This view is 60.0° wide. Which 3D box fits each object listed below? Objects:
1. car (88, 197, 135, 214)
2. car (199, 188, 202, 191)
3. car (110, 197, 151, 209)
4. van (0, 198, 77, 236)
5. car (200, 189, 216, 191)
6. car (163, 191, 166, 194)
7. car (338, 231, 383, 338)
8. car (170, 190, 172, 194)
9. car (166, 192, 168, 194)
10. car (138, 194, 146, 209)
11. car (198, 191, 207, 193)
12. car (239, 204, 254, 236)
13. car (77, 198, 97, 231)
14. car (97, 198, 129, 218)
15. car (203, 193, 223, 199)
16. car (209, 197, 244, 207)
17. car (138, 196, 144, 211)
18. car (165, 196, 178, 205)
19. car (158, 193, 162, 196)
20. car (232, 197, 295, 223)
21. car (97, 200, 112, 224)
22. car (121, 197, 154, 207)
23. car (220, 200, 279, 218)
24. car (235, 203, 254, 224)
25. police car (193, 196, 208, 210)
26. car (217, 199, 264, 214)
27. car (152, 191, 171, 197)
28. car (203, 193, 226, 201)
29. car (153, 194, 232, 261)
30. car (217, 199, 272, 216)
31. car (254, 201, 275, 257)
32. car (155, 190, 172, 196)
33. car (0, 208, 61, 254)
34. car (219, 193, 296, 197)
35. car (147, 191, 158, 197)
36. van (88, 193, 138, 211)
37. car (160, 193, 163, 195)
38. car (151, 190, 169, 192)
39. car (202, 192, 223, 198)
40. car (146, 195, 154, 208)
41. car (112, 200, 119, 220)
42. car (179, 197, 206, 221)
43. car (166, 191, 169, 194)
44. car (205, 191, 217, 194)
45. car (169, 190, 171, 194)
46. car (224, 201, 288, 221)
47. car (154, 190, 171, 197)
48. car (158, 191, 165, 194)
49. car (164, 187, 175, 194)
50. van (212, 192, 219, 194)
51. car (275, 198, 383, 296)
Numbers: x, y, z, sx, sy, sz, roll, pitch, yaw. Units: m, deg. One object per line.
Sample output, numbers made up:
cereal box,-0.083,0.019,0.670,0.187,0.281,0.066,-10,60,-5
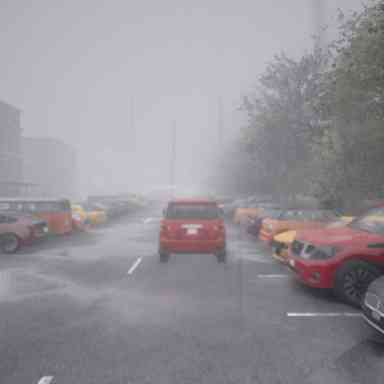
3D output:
car,-8.024,1.487,29.766,5.008,1.535,2.097,0,0,0
car,5.077,0.337,94.012,4.674,1.452,2.002,0,3,0
car,-8.029,1.473,43.683,5.008,1.535,2.097,0,0,0
van,-8.151,1.265,15.912,4.442,1.987,1.878,0,0,0
car,5.256,0.816,82.737,5.366,1.575,1.946,0,2,0
car,-7.984,1.175,65.965,4.553,1.767,2.185,0,1,0
car,5.048,1.486,4.727,4.892,1.521,2.231,0,0,0
car,-8.016,0.823,82.685,4.892,1.521,2.231,0,2,0
car,-7.985,1.272,68.755,4.792,1.488,2.163,0,1,0
car,-8.057,1.354,38.241,4.553,1.767,2.185,0,0,0
car,1.072,1.263,59.985,2.097,1.767,4.553,0,1,0
car,5.040,1.490,15.867,5.008,1.535,2.097,0,0,0
car,-8.064,1.365,18.633,4.553,1.767,2.185,0,0,0
car,-8.035,1.488,26.983,5.008,1.535,2.097,0,0,0
car,5.040,0.948,80.084,4.792,1.488,2.163,0,2,0
car,5.053,1.466,49.409,5.008,1.535,2.097,0,0,0
car,-8.021,1.484,35.333,4.892,1.521,2.231,0,0,0
car,-3.541,1.501,57.967,1.994,1.385,4.181,0,1,0
car,-8.025,1.444,54.822,5.008,1.535,2.097,0,0,0
car,5.017,1.364,21.437,4.553,1.767,2.185,0,0,0
car,-8.218,1.487,21.416,5.366,1.575,1.946,0,0,0
car,-8.024,1.508,49.249,4.674,1.452,2.002,0,0,0
car,5.057,1.487,29.791,4.892,1.521,2.231,0,0,0
car,5.049,1.530,18.651,4.674,1.452,2.002,0,0,0
police car,1.066,1.418,44.132,1.930,1.638,5.238,0,0,0
car,5.055,1.522,35.362,4.674,1.452,2.002,0,0,0
car,-8.013,0.582,88.263,5.008,1.535,2.097,0,2,0
car,5.062,1.095,74.505,5.008,1.535,2.097,0,2,0
car,0.036,1.233,12.392,2.150,2.045,5.566,0,0,1
car,5.057,1.484,32.576,5.008,1.535,2.097,0,0,0
car,5.013,1.364,13.083,4.553,1.767,2.185,0,0,0
car,-7.976,0.337,93.823,4.792,1.488,2.163,0,3,0
car,-8.064,1.520,13.065,4.792,1.488,2.163,0,0,0
car,5.021,1.238,24.220,5.566,2.045,2.435,0,0,0
car,-7.994,1.219,46.466,5.566,2.045,2.435,0,0,0
van,-7.911,1.259,32.549,4.442,1.987,1.878,0,0,0
car,-8.025,1.420,57.611,5.008,1.535,2.097,0,1,0
car,-8.044,0.976,74.325,4.553,1.767,2.185,0,2,0
car,5.257,0.700,85.530,5.366,1.575,1.946,0,2,0
car,-7.839,1.474,40.900,5.366,1.575,1.946,0,0,0
car,-8.029,1.530,24.199,4.674,1.452,2.002,0,0,0
car,0.056,1.358,28.426,2.097,1.767,4.553,0,0,1
car,-8.043,1.206,71.542,4.792,1.488,2.163,0,1,0
car,5.060,1.175,71.588,4.892,1.521,2.231,0,2,0
car,-8.040,0.956,79.908,4.792,1.488,2.163,0,2,0
car,5.078,1.517,27.008,4.792,1.488,2.163,0,0,0
car,-7.975,0.323,91.033,4.553,1.767,2.185,0,3,0
car,-7.985,1.223,63.185,4.553,1.767,2.185,0,1,0
car,-7.980,0.455,85.461,5.566,2.045,2.435,0,2,0
van,4.939,1.250,40.931,4.442,1.987,1.878,0,0,0
car,5.015,1.235,7.511,5.566,2.045,2.435,0,0,0
